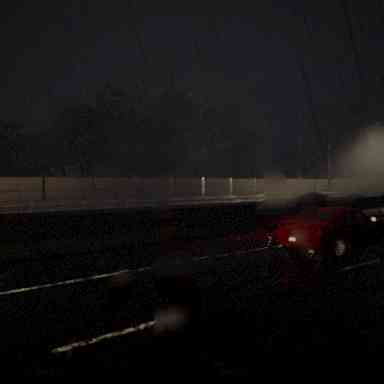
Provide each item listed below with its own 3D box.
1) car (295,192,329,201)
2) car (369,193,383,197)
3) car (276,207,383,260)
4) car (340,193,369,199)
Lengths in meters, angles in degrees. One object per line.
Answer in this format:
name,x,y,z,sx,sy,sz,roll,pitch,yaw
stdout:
car,14.510,0.781,40.114,5.008,1.535,1.882,-1,1,-35
car,22.118,0.697,36.938,5.008,1.535,1.882,-1,1,-35
car,5.097,1.259,11.679,5.008,1.535,1.882,-1,1,-35
car,19.672,0.777,39.495,5.357,1.411,2.033,-1,1,-35
